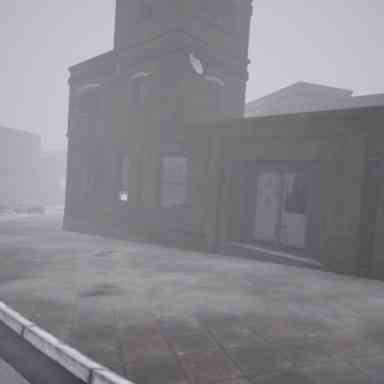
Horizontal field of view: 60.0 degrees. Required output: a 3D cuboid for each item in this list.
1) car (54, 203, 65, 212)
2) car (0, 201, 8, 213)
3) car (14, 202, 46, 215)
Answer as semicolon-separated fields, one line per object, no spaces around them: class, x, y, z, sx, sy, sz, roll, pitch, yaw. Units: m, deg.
car;-18.613;2.355;50.782;2.033;1.411;5.357;4;-1;16
car;-23.395;1.703;38.734;1.837;1.490;4.892;3;-1;1
car;-19.774;1.984;40.867;2.128;1.511;4.902;4;-1;3
